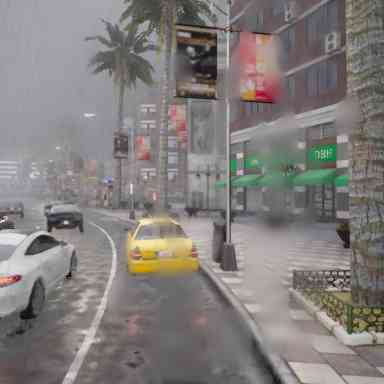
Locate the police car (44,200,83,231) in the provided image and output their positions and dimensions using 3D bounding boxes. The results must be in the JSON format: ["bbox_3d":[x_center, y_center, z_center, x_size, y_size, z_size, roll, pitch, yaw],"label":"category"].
[{"bbox_3d":[-7.709,1.419,20.047,1.930,1.638,5.238,0,0,-23],"label":"police car"}]

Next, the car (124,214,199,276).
[{"bbox_3d":[-1.121,1.456,10.384,1.801,1.575,5.366,0,0,-11],"label":"car"}]

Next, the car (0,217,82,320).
[{"bbox_3d":[-3.804,1.523,7.093,1.812,1.442,4.674,0,0,-8],"label":"car"}]

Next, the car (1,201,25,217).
[{"bbox_3d":[-16.722,1.533,31.047,2.033,1.411,5.357,0,0,-27],"label":"car"}]

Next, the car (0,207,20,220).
[{"bbox_3d":[-9.143,1.556,14.507,1.994,1.385,4.181,0,0,-18],"label":"car"}]
